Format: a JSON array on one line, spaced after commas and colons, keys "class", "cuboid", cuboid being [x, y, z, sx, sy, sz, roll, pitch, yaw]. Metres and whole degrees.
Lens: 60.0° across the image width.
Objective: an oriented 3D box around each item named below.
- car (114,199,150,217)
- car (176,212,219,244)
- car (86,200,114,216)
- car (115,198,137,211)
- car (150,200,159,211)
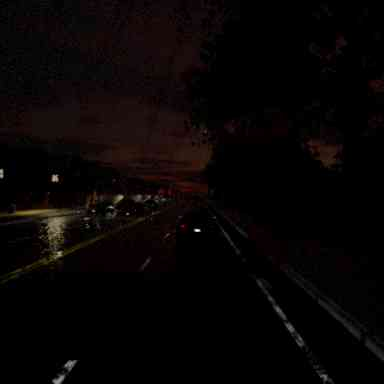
[{"class": "car", "cuboid": [-5.912, 1.663, 33.498, 2.033, 1.411, 5.357, 1, 0, 1]}, {"class": "car", "cuboid": [0.277, 1.688, 16.715, 1.994, 1.385, 4.181, 1, 0, 1]}, {"class": "car", "cuboid": [-9.159, 1.538, 33.559, 2.128, 1.511, 4.902, 1, 0, 1]}, {"class": "car", "cuboid": [-8.943, 1.647, 45.357, 1.882, 1.535, 5.008, 1, 0, 1]}, {"class": "car", "cuboid": [-5.695, 1.764, 45.296, 1.812, 1.442, 4.674, 1, 0, 1]}]
